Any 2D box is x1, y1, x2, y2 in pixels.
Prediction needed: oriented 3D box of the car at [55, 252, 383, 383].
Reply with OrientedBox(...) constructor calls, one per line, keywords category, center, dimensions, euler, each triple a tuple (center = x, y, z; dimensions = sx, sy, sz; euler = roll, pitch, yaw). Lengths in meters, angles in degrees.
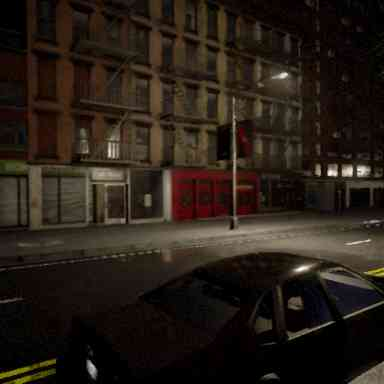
OrientedBox(category="car", center=(1.186, 1.545, 4.287), dimensions=(5.357, 1.411, 2.033), euler=(0, 0, -36))
